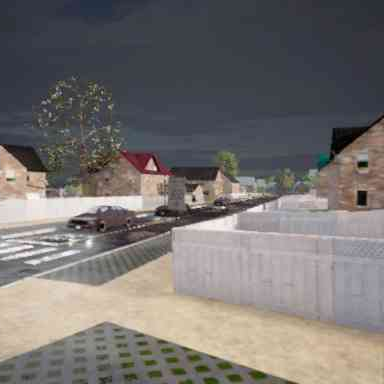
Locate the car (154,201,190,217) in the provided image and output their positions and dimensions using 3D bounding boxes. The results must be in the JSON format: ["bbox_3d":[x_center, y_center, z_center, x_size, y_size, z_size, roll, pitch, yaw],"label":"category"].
[{"bbox_3d":[-1.754,1.498,31.722,2.033,1.411,5.357,2,1,18],"label":"car"}]

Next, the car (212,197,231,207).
[{"bbox_3d":[4.661,1.425,50.924,2.033,1.411,5.357,2,1,19],"label":"car"}]

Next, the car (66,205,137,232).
[{"bbox_3d":[-5.382,1.545,20.716,2.033,1.411,5.357,2,1,18],"label":"car"}]
